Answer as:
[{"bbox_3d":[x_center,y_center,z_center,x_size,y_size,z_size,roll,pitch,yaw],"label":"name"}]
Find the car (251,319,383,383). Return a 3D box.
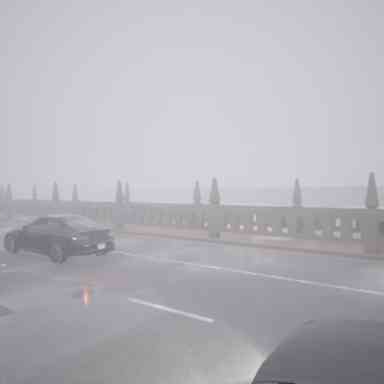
[{"bbox_3d":[2.998,1.550,1.858,5.357,1.411,2.033,0,0,36],"label":"car"}]

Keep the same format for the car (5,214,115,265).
[{"bbox_3d":[-4.672,1.504,11.632,4.674,1.442,1.812,0,0,36],"label":"car"}]
